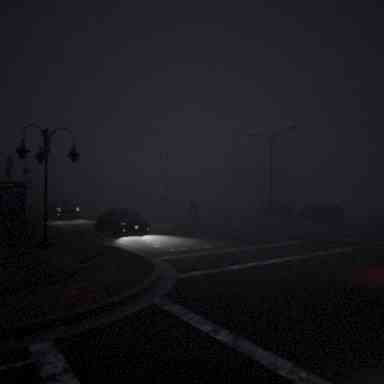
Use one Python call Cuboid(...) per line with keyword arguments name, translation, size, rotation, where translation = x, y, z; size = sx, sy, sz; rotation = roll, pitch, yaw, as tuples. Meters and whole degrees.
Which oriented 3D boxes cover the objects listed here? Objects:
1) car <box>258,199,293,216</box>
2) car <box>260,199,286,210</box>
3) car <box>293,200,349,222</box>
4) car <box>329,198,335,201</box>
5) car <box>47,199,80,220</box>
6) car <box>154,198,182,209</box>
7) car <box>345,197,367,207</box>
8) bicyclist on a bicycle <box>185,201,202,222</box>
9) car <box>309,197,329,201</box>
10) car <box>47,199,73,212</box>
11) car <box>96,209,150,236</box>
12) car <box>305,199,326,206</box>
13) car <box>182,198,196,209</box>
Cuboid(name="car", translation=(9.151, 1.802, 36.348), size=(1.970, 1.475, 3.806), rotation=(1, -1, -35))
Cuboid(name="car", translation=(12.625, 1.908, 52.240), size=(1.845, 1.501, 3.633), rotation=(1, -1, -35))
Cuboid(name="car", translation=(10.989, 1.743, 28.565), size=(1.845, 1.501, 3.633), rotation=(1, -1, -35))
Cuboid(name="car", translation=(29.568, 2.012, 72.879), size=(1.905, 1.878, 3.866), rotation=(1, -1, -35))
Cuboid(name="car", translation=(-11.737, 1.508, 30.116), size=(2.097, 1.767, 4.553), rotation=(1, -1, -36))
Cuboid(name="car", translation=(-4.012, 1.742, 49.843), size=(2.007, 1.523, 4.514), rotation=(1, -1, -35))
Cuboid(name="car", translation=(31.412, 1.979, 64.554), size=(1.932, 1.855, 4.605), rotation=(1, -1, -35))
Cuboid(name="bicyclist on a bicycle", translation=(0.121, 1.543, 26.426), size=(1.656, 1.620, 0.582), rotation=(1, 0, -36))
Cuboid(name="car", translation=(20.818, 2.018, 57.960), size=(2.007, 1.523, 4.514), rotation=(1, -1, -35))
Cuboid(name="car", translation=(-17.456, 1.744, 43.979), size=(1.812, 1.442, 4.674), rotation=(1, -1, -40))
Cuboid(name="car", translation=(-4.118, 1.705, 19.509), size=(1.994, 1.385, 4.181), rotation=(1, -1, -35))
Cuboid(name="car", translation=(26.495, 2.253, 71.461), size=(1.970, 1.475, 3.806), rotation=(1, -1, -35))
Cuboid(name="car", translation=(-1.478, 1.774, 51.692), size=(2.152, 1.636, 5.027), rotation=(1, -1, -35))
